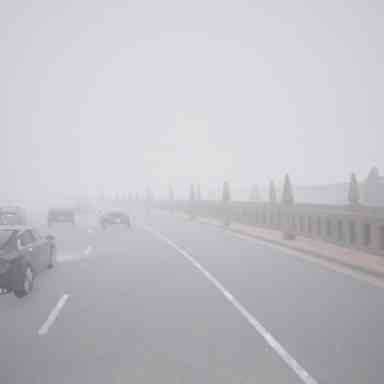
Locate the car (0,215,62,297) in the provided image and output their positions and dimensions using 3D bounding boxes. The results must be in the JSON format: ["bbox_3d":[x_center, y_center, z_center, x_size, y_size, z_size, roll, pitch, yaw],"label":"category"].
[{"bbox_3d":[-4.901,1.639,8.729,1.837,1.490,4.892,-1,0,-12],"label":"car"}]

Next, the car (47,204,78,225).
[{"bbox_3d":[-10.372,1.762,26.339,1.882,1.535,5.008,-1,0,-22],"label":"car"}]

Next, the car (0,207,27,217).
[{"bbox_3d":[-13.654,1.865,25.126,2.128,1.511,4.902,-2,0,-22],"label":"car"}]

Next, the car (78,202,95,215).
[{"bbox_3d":[-12.944,1.919,39.723,1.994,1.385,4.181,-2,0,-28],"label":"car"}]

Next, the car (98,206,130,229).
[{"bbox_3d":[-5.504,1.677,23.362,1.812,1.442,4.674,-1,0,-19],"label":"car"}]
